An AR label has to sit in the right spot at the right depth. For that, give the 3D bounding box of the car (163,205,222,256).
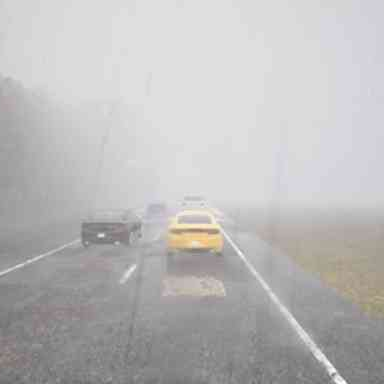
[{"bbox_3d":[0.092,1.475,13.117,1.882,1.535,5.008,0,0,0],"label":"car"}]

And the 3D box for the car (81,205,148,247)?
[{"bbox_3d":[-3.400,1.475,14.942,1.882,1.535,5.008,0,0,0],"label":"car"}]

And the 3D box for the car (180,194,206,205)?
[{"bbox_3d":[0.102,1.216,31.355,2.150,2.045,5.566,0,0,0],"label":"car"}]

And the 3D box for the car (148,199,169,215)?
[{"bbox_3d":[-3.397,1.472,33.750,1.882,1.535,5.008,0,0,0],"label":"car"}]
